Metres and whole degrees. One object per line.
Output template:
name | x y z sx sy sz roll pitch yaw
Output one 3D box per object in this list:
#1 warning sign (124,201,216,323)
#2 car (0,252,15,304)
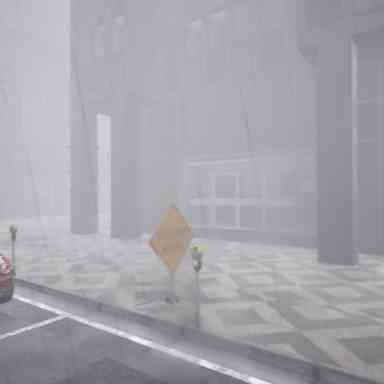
warning sign | -0.370 1.124 6.054 1.060 1.860 1.300 0 0 35
car | -5.524 1.459 6.908 4.097 1.590 1.967 0 0 36
